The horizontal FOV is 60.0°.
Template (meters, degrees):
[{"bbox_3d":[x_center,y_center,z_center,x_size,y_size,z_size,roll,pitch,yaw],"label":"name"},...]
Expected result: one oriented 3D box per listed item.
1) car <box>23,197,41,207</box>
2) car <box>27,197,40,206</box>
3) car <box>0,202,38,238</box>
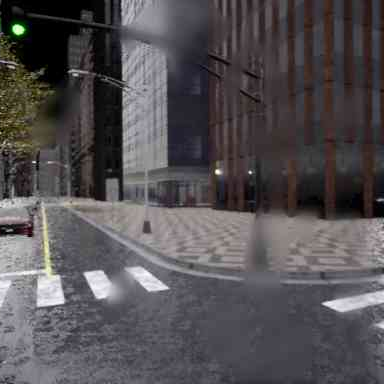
[{"bbox_3d":[-19.041,1.605,38.966,1.812,1.442,4.674,-1,0,-24],"label":"car"},{"bbox_3d":[-28.189,1.635,59.251,1.837,1.490,4.892,-1,0,-24],"label":"car"},{"bbox_3d":[-9.449,1.519,17.692,1.882,1.535,5.008,-1,0,-24],"label":"car"}]
